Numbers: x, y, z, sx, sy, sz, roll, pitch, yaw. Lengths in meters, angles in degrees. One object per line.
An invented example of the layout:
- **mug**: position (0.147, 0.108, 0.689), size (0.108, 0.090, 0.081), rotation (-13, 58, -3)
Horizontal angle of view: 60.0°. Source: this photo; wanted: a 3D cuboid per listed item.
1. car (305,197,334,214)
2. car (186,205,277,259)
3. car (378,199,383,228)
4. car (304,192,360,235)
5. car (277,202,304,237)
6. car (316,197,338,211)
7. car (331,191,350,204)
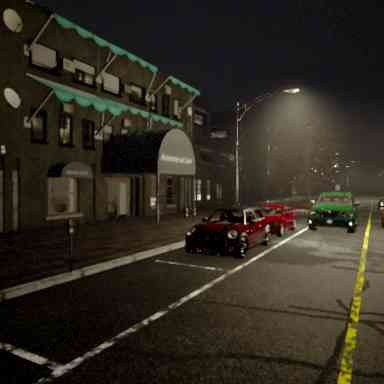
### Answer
- **car**: position (12.088, 1.239, 31.348), size (2.008, 1.369, 4.403), rotation (1, 1, 29)
- **car**: position (1.410, 1.277, 11.892), size (1.967, 1.590, 4.097), rotation (1, 1, 29)
- **car**: position (12.581, 1.382, 20.255), size (1.812, 1.442, 4.674), rotation (1, 1, 29)
- **car**: position (7.940, 1.047, 18.374), size (2.150, 2.045, 5.566), rotation (1, 1, 29)
- **car**: position (4.079, 1.345, 16.757), size (1.887, 1.381, 4.507), rotation (1, 1, 29)
- **car**: position (14.758, 1.233, 36.212), size (1.802, 1.307, 4.206), rotation (1, 1, 29)
- **car**: position (22.768, 0.854, 50.800), size (2.192, 1.841, 5.009), rotation (1, 1, 29)
